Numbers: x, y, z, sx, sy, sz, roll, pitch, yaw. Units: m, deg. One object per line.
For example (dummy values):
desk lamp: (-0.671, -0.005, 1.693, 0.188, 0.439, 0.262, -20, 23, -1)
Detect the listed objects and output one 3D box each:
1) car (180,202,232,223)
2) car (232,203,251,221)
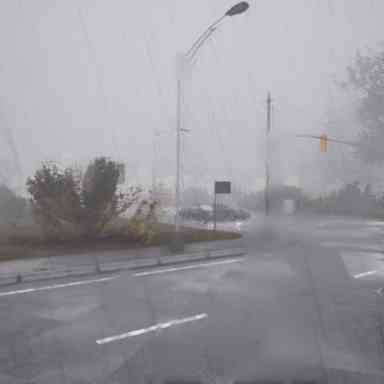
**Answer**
car: (0.848, 1.730, 27.973, 1.812, 1.442, 4.674, 1, 0, -39)
car: (3.223, 1.751, 30.606, 1.837, 1.490, 4.892, 1, 0, -39)
